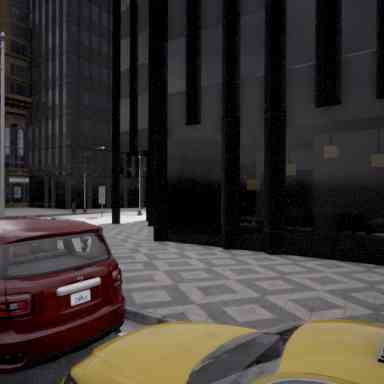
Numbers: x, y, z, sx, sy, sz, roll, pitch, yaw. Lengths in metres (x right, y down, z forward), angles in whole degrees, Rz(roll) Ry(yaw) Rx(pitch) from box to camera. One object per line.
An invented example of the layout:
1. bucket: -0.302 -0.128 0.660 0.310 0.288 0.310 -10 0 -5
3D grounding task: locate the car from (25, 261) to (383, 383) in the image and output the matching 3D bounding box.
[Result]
1. car: 1.037 1.525 2.220 4.829 1.417 1.752 0 0 36

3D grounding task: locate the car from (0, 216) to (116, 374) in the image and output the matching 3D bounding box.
1. car: -3.242 1.314 5.271 5.009 1.841 2.192 0 0 36
